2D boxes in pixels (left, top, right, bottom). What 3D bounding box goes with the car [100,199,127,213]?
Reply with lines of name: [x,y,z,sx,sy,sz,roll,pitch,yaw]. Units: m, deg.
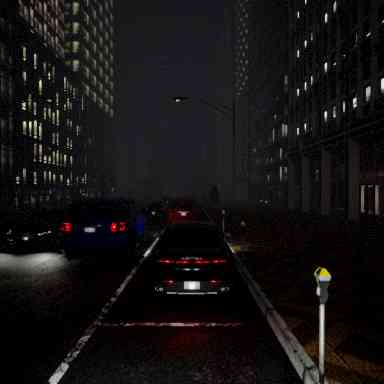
car: [-8.844,1.544,37.723,2.008,1.369,4.403,-1,0,0]

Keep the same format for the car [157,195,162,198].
car: [-3.048,1.344,44.234,2.097,1.767,4.553,0,0,0]

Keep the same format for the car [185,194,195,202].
car: [-0.465,1.298,77.509,2.192,1.841,5.009,-1,0,0]

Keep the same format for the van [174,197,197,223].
van: [-0.465,1.336,26.356,1.690,1.788,3.998,-1,0,0]

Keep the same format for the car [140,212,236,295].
car: [-0.001,1.502,8.651,1.837,1.490,4.892,0,0,0]

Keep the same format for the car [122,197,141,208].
car: [-8.843,1.541,49.090,2.008,1.369,4.403,-1,0,0]

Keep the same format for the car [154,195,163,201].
car: [-8.844,1.545,88.876,1.947,1.339,4.313,-1,0,0]

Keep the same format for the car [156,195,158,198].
car: [-8.843,1.509,77.339,1.752,1.417,4.829,-1,0,0]

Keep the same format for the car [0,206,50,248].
car: [-6.246,1.502,14.854,1.837,1.490,4.892,0,0,0]

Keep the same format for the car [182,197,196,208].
car: [-0.463,1.541,49.090,2.008,1.369,4.403,-1,0,0]

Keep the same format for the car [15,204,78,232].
car: [-8.844,1.547,20.672,2.008,1.369,4.403,-1,0,0]

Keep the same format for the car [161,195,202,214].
car: [-0.465,1.311,20.672,2.192,1.841,5.009,-1,0,0]

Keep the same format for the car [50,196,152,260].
car: [-3.044,1.219,12.589,2.150,2.045,5.566,0,0,0]

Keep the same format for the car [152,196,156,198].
car: [-8.845,1.427,66.141,1.967,1.590,4.097,-1,0,0]

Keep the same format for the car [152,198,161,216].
car: [-3.133,1.520,29.234,1.812,1.442,4.674,0,0,0]

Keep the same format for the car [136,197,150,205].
car: [-8.843,1.570,60.458,1.802,1.307,4.206,-1,0,0]

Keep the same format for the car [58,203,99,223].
car: [-8.843,1.577,26.356,1.802,1.307,4.206,-1,0,0]
